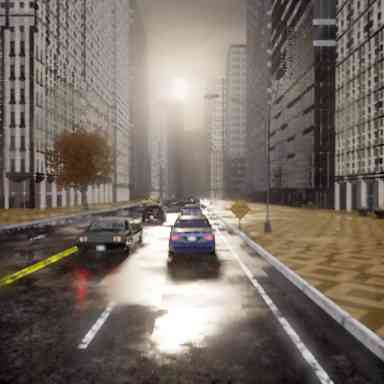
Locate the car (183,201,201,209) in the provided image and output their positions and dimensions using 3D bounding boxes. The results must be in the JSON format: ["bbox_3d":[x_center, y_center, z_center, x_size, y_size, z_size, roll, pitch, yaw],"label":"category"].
[{"bbox_3d":[-0.004,1.812,28.976,2.033,1.411,5.357,0,0,0],"label":"car"}]

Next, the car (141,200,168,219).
[{"bbox_3d":[-3.252,1.776,29.287,1.837,1.490,4.892,0,0,0],"label":"car"}]

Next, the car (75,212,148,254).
[{"bbox_3d":[-3.251,1.730,14.090,1.895,1.301,4.718,0,0,0],"label":"car"}]

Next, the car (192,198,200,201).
[{"bbox_3d":[1.122,2.291,85.829,1.837,1.490,4.892,0,-1,0],"label":"car"}]

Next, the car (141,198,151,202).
[{"bbox_3d":[-9.763,2.132,71.781,1.882,1.535,5.008,0,-1,0],"label":"car"}]

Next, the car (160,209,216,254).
[{"bbox_3d":[-0.002,1.676,13.976,2.033,1.411,5.357,0,0,0],"label":"car"}]

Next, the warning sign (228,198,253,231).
[{"bbox_3d":[2.861,1.297,19.811,1.300,1.860,1.060,1,0,0],"label":"warning sign"}]
